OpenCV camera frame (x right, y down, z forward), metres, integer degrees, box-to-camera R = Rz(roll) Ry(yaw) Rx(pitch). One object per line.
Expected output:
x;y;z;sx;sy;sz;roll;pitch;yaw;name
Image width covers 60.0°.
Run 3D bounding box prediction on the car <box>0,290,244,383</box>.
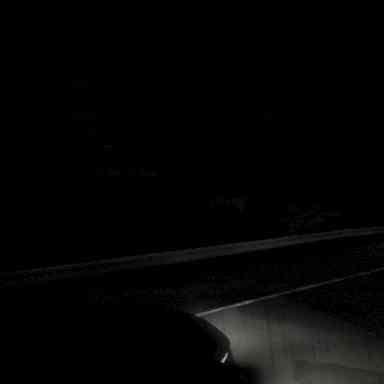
-1.707;1.522;2.475;4.674;1.442;1.812;0;0;-35;car
